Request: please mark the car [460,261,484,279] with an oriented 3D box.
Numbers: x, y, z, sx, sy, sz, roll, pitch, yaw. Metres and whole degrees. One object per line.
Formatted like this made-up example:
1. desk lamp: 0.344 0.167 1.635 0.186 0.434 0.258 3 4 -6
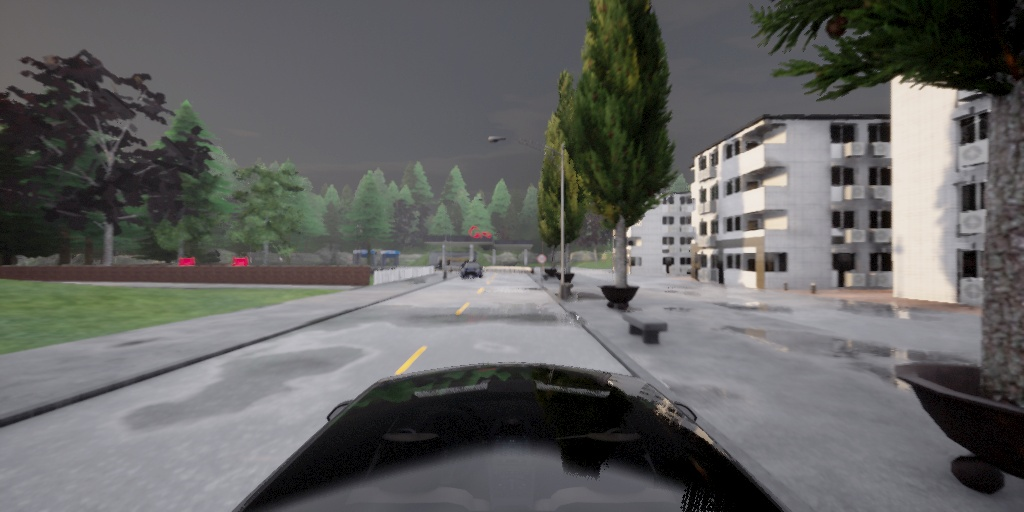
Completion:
1. car: -4.097 1.434 37.523 2.097 1.767 4.553 0 -1 0
